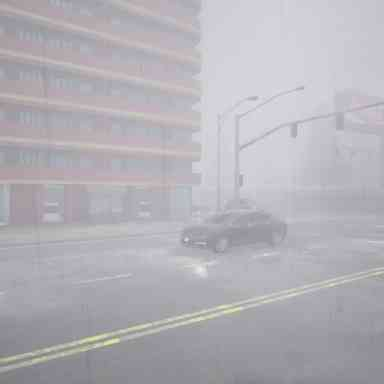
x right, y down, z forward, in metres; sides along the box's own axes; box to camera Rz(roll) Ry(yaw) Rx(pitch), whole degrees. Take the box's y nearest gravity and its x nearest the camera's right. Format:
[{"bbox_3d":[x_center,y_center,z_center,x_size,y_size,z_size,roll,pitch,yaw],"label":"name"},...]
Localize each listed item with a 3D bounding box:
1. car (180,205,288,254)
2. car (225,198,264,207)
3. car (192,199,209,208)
[{"bbox_3d":[1.810,1.504,13.570,4.892,1.490,1.837,0,0,-34],"label":"car"},{"bbox_3d":[5.240,1.352,32.389,2.097,1.767,4.553,0,0,-34],"label":"car"},{"bbox_3d":[0.261,1.526,39.812,1.812,1.442,4.674,0,0,-34],"label":"car"}]
